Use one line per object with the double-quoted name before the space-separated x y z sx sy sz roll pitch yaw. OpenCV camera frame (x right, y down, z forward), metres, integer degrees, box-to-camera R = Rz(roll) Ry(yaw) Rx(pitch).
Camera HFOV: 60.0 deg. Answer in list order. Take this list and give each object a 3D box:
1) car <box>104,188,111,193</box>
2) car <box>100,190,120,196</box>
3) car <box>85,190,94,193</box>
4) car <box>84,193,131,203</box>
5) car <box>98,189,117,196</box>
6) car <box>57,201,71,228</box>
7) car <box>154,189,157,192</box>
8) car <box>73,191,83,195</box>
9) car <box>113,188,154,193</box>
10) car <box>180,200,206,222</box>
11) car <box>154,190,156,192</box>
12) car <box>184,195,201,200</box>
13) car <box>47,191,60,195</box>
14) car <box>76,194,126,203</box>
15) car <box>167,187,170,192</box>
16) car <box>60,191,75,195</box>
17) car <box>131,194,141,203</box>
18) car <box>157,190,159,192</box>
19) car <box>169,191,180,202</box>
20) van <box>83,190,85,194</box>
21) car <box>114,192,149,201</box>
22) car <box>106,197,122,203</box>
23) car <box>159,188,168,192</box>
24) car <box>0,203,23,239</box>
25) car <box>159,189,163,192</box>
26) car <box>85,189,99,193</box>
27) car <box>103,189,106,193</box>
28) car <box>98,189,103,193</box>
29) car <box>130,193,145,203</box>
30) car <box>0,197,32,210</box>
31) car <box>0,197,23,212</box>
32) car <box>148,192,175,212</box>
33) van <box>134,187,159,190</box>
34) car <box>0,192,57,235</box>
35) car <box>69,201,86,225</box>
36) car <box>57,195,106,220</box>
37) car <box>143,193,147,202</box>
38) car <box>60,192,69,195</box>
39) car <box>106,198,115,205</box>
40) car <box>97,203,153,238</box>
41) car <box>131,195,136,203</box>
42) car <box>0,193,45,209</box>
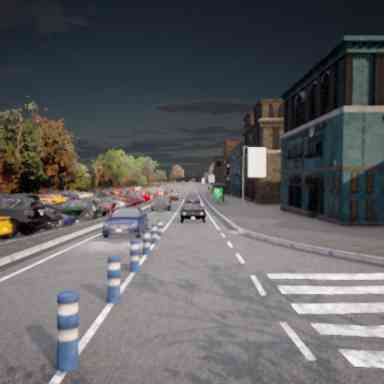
"car" -22.510 0.282 77.579 5.566 2.045 2.435 0 2 0
"car" -22.425 0.156 91.503 5.008 1.535 2.097 0 2 1
"car" -22.634 0.867 66.450 4.674 1.452 2.002 0 1 0
"car" -9.818 1.323 38.524 4.553 1.767 2.185 0 1 0
"car" -22.412 0.107 88.715 4.553 1.767 2.185 0 2 1
"car" -9.944 1.449 19.022 4.892 1.521 2.231 0 -1 0
"car" -9.545 0.780 63.461 4.553 1.767 2.185 0 1 0
"car" -22.674 0.792 58.090 5.566 2.045 2.435 0 1 0
"car" -9.674 0.867 55.237 5.566 2.045 2.435 0 1 0
"car" 0.077 1.576 26.075 1.895 1.301 4.718 0 0 0
"car" -9.784 0.971 60.809 5.366 1.575 1.946 0 1 0
"car" 0.067 1.171 44.325 2.097 1.767 4.553 0 1 0
"car" -22.805 1.132 49.619 4.553 1.767 2.185 0 1 0
"car" -9.841 1.349 35.744 4.553 1.767 2.185 0 1 0
"car" -9.320 0.124 94.196 4.674 1.452 2.002 0 2 0
"car" -22.911 1.112 55.315 5.366 1.575 1.946 0 1 0
"car" -9.734 1.369 44.101 5.008 1.535 2.097 0 1 0
"car" -9.558 0.831 66.372 4.892 1.521 2.231 0 2 0
"car" -3.274 1.058 60.646 1.895 1.301 4.718 0 1 0
"van" -22.562 0.745 60.875 4.442 1.987 1.878 0 1 0
"car" -9.667 1.231 52.462 4.674 1.452 2.002 0 1 0
"car" -9.863 1.522 32.958 4.792 1.488 2.163 0 0 0
"car" -9.250 0.459 80.282 5.366 1.575 1.946 0 2 0
"car" -9.992 1.359 13.439 5.008 1.535 2.097 0 -1 0
"car" -9.511 0.684 71.937 5.008 1.535 2.097 0 2 0
"car" -22.614 0.753 69.233 5.008 1.535 2.097 0 2 0
"car" -22.590 0.637 74.800 4.792 1.488 2.163 0 2 1
"car" -22.591 0.681 72.017 4.892 1.521 2.231 0 2 0
"car" -9.711 1.318 46.890 5.008 1.535 2.097 0 1 0
"car" -22.850 1.410 41.252 5.008 1.535 2.097 0 1 0
"car" -22.682 1.442 38.462 5.366 1.575 1.946 0 1 0
"car" -3.370 1.262 37.390 2.097 1.767 4.553 0 1 0
"van" -9.645 0.531 69.150 4.442 1.987 1.878 0 2 0
"car" -10.003 1.157 16.237 5.566 2.045 2.435 0 -1 0
"car" -9.898 1.507 21.800 4.792 1.488 2.163 0 0 0
"car" -9.849 1.376 27.382 4.553 1.767 2.185 0 0 0
"car" -9.664 1.288 49.677 4.792 1.488 2.163 0 1 0
"car" -22.745 1.190 52.406 5.008 1.535 2.097 0 1 0
"car" -9.828 1.531 30.170 4.792 1.488 2.163 0 0 0
"car" -3.365 1.516 17.620 1.812 1.442 4.674 0 0 0
"car" -9.766 1.453 41.313 4.674 1.452 2.002 0 1 0
"car" -22.849 1.117 44.037 5.566 2.045 2.435 0 1 0
